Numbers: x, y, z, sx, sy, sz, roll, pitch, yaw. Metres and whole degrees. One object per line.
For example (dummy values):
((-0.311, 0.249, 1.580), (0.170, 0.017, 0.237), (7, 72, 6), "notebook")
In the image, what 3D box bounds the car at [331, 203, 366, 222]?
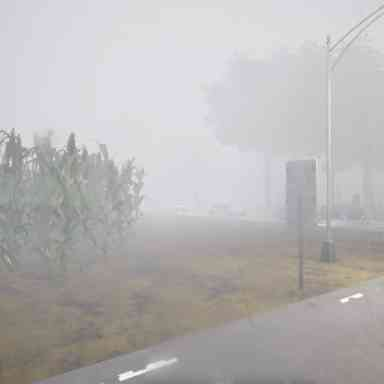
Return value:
((12.021, 1.666, 28.042), (1.837, 1.490, 4.892), (-1, 0, -35), "car")

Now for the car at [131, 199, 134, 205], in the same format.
((-10.857, 1.786, 55.570), (1.812, 1.442, 4.674), (-1, 0, -35), "car")

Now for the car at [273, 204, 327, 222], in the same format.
((8.797, 1.777, 27.547), (1.994, 1.385, 4.181), (-1, 0, -36), "car")

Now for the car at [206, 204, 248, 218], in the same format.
((3.641, 1.913, 34.825), (1.895, 1.301, 4.718), (-1, 0, -35), "car")

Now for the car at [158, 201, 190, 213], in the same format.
((-2.144, 1.952, 43.045), (1.812, 1.442, 4.674), (-1, 0, -35), "car")

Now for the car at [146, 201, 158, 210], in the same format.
((-5.615, 2.113, 52.970), (1.895, 1.301, 4.718), (-1, 0, -35), "car")
